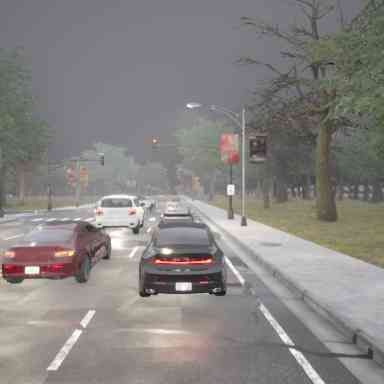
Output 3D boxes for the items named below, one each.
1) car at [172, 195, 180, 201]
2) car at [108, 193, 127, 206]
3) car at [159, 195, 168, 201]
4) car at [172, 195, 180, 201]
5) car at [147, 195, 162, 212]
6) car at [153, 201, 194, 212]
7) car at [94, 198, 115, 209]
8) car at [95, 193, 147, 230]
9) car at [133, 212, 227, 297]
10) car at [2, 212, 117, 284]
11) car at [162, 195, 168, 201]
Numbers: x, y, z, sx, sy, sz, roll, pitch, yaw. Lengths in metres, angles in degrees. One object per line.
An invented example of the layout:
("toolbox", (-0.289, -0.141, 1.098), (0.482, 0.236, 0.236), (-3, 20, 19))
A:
("car", (-3.681, 1.593, 76.010), (2.033, 1.411, 5.357), (0, 0, -3))
("car", (-12.557, 1.250, 56.375), (2.150, 2.045, 5.566), (0, 0, -2))
("car", (-7.439, 1.474, 86.253), (2.128, 1.511, 4.902), (0, 0, -3))
("car", (-4.193, 1.474, 86.412), (2.128, 1.511, 4.902), (0, 0, -3))
("car", (-6.251, 1.235, 36.374), (2.150, 2.045, 5.566), (2, 1, 38))
("car", (-0.871, 1.496, 18.903), (2.128, 1.511, 4.902), (0, 0, -3))
("car", (-12.061, 1.545, 45.980), (1.812, 1.442, 4.674), (0, 0, -3))
("car", (-4.017, 1.226, 19.233), (2.150, 2.045, 5.566), (0, 0, -5))
("car", (-0.265, 1.506, 8.588), (1.837, 1.490, 4.892), (0, 0, -3))
("car", (-3.567, 1.527, 9.489), (1.812, 1.442, 4.674), (0, 0, -3))
("car", (-6.927, 1.531, 75.850), (1.882, 1.535, 5.008), (0, 0, -3))
